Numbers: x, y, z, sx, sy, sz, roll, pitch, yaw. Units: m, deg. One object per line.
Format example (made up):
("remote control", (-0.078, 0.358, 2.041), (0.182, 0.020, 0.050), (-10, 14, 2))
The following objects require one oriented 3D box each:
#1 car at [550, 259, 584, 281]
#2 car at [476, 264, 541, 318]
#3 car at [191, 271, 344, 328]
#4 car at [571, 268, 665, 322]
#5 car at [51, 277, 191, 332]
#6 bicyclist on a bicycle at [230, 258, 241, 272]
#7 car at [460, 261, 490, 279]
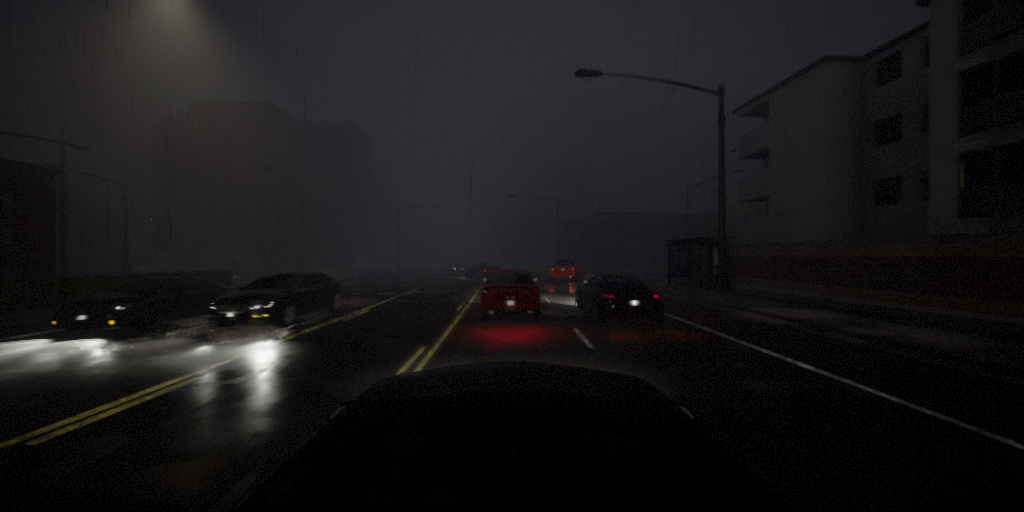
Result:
("car", (4.585, 1.041, 29.009), (2.097, 1.767, 4.553), (0, 0, 20))
("car", (-0.057, 1.205, 12.855), (1.882, 1.535, 5.008), (0, 0, -1))
("car", (-7.171, 1.261, 11.524), (1.837, 1.490, 4.892), (0, 0, -1))
("car", (3.452, 1.281, 12.139), (1.994, 1.385, 4.181), (0, 0, 0))
("car", (-10.665, 1.331, 10.868), (1.994, 1.385, 4.181), (0, 0, -1))
("bicyclist on a bicycle", (-32.387, 1.080, 42.013), (0.582, 1.620, 1.656), (0, 0, -3))
("car", (-2.386, 1.280, 29.484), (1.994, 1.385, 4.181), (0, 0, -29))
